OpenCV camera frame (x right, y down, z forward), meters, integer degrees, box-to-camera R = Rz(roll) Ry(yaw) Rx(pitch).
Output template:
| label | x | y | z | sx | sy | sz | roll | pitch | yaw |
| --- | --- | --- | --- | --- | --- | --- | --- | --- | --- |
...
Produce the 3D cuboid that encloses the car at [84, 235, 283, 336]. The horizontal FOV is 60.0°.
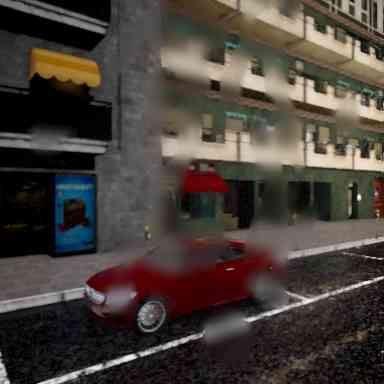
| label | x | y | z | sx | sy | sz | roll | pitch | yaw |
| --- | --- | --- | --- | --- | --- | --- | --- | --- | --- |
| car | 0.049 | 1.570 | 6.594 | 4.206 | 1.307 | 1.802 | 0 | 0 | -35 |
